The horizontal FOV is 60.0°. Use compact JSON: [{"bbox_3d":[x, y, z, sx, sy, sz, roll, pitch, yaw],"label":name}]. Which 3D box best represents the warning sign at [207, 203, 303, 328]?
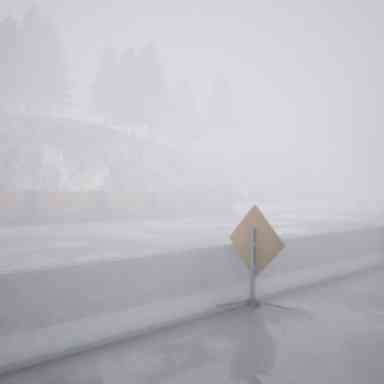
[{"bbox_3d":[1.096,1.158,5.950,1.060,1.860,1.300,1,0,-37],"label":"warning sign"}]

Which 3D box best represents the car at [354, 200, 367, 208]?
[{"bbox_3d":[31.653,2.146,62.295,2.033,1.411,5.357,0,0,33],"label":"car"}]

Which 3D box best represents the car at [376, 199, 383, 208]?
[{"bbox_3d":[34.678,2.117,60.531,1.837,1.490,4.892,0,0,33],"label":"car"}]
